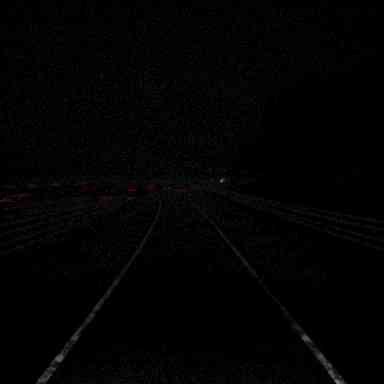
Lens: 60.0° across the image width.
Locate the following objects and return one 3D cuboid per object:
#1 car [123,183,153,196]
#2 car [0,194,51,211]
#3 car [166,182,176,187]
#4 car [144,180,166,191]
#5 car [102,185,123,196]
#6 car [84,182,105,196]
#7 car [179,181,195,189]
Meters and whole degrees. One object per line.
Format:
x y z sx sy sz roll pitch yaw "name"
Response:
-8.243 -0.204 51.121 1.837 1.490 4.892 0 3 15 "car"
-14.334 0.917 28.734 1.882 1.535 5.008 0 3 15 "car"
-5.584 -1.978 87.567 1.812 1.442 4.674 0 3 15 "car"
-7.462 -1.026 67.328 1.882 1.535 5.008 0 3 15 "car"
-11.613 -0.131 52.069 1.895 1.301 4.718 0 3 15 "car"
-14.990 -0.535 52.980 2.150 2.045 5.566 0 3 15 "car"
-1.453 -1.374 76.090 1.895 1.301 4.718 0 3 15 "car"
